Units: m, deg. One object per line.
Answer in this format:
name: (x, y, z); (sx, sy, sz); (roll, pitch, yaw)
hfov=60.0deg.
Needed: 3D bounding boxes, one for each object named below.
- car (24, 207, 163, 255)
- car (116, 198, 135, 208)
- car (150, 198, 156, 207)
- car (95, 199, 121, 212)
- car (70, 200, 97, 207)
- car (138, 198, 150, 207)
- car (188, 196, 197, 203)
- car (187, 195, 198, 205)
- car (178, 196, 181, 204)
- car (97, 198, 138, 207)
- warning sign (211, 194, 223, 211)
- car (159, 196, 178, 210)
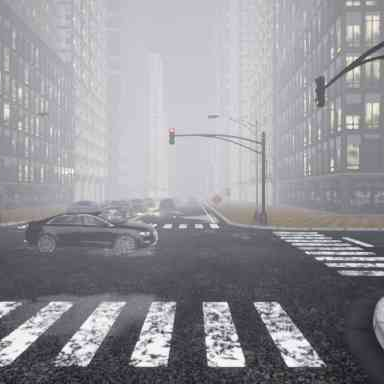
car: (-3.805, 1.496, 12.814); (4.902, 1.511, 2.128); (0, 0, 2)
car: (-9.863, 1.631, 49.400); (1.994, 1.385, 4.181); (0, 0, 0)
car: (-6.617, 1.593, 49.670); (1.812, 1.442, 4.674); (0, 0, 0)
car: (-9.867, 1.606, 39.476); (1.994, 1.385, 4.181); (0, 0, 0)
car: (-9.868, 1.503, 30.343); (1.882, 1.535, 5.008); (0, 0, 0)
car: (-6.618, 1.520, 39.623); (1.882, 1.535, 5.008); (0, 0, 0)
car: (0.034, 1.622, 71.325); (1.882, 1.535, 5.008); (0, 0, 0)
car: (0.075, 1.631, 61.478); (1.812, 1.442, 4.674); (0, 0, 0)
car: (-3.180, 1.615, 65.859); (2.128, 1.511, 4.902); (0, 0, 0)
car: (-6.614, 1.517, 30.096); (2.128, 1.511, 4.902); (0, 0, 0)
warning sign: (2.835, 1.154, 37.533); (1.300, 1.860, 1.060); (0, 0, 0)
car: (-3.166, 1.529, 43.484); (1.882, 1.535, 5.008); (0, 0, 0)
